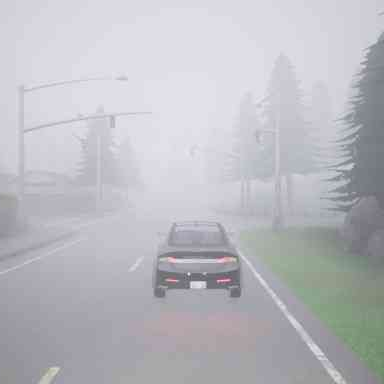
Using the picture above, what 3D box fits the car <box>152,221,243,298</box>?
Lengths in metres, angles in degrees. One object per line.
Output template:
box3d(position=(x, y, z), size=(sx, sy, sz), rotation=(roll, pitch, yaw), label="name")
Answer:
box3d(position=(0.118, 1.491, 8.517), size=(2.128, 1.511, 4.902), rotation=(0, 0, 0), label="car")
